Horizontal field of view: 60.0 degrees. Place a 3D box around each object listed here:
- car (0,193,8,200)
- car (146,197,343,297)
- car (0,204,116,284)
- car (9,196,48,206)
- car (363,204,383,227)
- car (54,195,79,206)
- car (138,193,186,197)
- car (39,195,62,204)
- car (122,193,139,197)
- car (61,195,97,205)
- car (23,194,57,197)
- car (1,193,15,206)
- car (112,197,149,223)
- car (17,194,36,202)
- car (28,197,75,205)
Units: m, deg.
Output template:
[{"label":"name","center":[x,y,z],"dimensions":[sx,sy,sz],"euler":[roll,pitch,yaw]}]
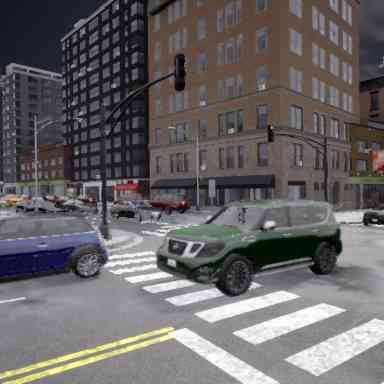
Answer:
[{"label":"car","center":[-40.842,0.886,70.681],"dimensions":[1.947,1.339,4.313],"euler":[0,1,-44]},{"label":"car","center":[1.805,1.244,8.979],"dimensions":[5.566,2.045,2.150],"euler":[1,-1,-36]},{"label":"car","center":[-4.560,1.351,8.415],"dimensions":[4.553,1.767,2.097],"euler":[0,0,-36]},{"label":"car","center":[-16.243,1.375,33.137],"dimensions":[1.947,1.339,4.313],"euler":[0,1,-44]},{"label":"car","center":[12.604,1.430,20.711],"dimensions":[5.008,1.535,1.882],"euler":[2,-1,-36]},{"label":"car","center":[-17.812,1.181,46.983],"dimensions":[1.802,1.307,4.206],"euler":[0,1,-44]},{"label":"car","center":[-2.457,1.087,31.182],"dimensions":[2.192,1.841,5.009],"euler":[0,1,-44]},{"label":"car","center":[-21.650,1.136,50.933],"dimensions":[1.802,1.307,4.206],"euler":[0,1,-44]},{"label":"car","center":[-6.296,1.045,35.132],"dimensions":[2.192,1.841,5.009],"euler":[0,1,-44]},{"label":"car","center":[-10.606,1.336,31.280],"dimensions":[1.812,1.442,4.674],"euler":[-1,1,-44]},{"label":"car","center":[-17.536,1.258,38.424],"dimensions":[1.812,1.442,4.674],"euler":[-1,1,-44]},{"label":"car","center":[-23.799,1.248,40.912],"dimensions":[1.752,1.417,4.829],"euler":[0,1,-44]},{"label":"car","center":[-4.187,1.372,24.677],"dimensions":[2.128,1.511,4.902],"euler":[-1,1,-44]},{"label":"car","center":[-29.327,1.044,58.832],"dimensions":[1.802,1.307,4.206],"euler":[0,1,-44]},{"label":"car","center":[-12.405,1.418,29.188],"dimensions":[1.947,1.339,4.313],"euler":[0,1,-44]}]
